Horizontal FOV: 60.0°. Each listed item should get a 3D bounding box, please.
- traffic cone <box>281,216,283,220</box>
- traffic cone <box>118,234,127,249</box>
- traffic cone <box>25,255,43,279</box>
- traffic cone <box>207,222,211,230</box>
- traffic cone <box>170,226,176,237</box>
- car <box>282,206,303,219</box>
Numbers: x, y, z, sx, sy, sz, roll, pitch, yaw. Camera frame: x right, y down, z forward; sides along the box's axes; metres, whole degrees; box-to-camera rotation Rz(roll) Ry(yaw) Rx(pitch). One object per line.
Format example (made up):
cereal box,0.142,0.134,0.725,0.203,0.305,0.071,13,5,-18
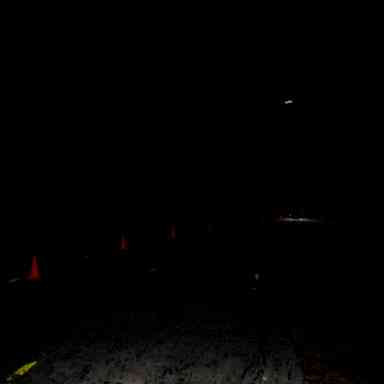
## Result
traffic cone,10.875,3.152,40.384,0.340,0.580,0.340,1,-2,17
traffic cone,-2.873,2.069,13.899,0.340,0.580,0.340,1,-1,17
traffic cone,-4.154,1.961,8.774,0.340,0.580,0.340,1,-1,11
traffic cone,1.247,2.408,23.608,0.340,0.580,0.340,1,-2,29
traffic cone,-1.066,2.225,18.863,0.340,0.580,0.340,1,-2,23
car,14.210,2.808,47.119,2.097,1.767,4.553,1,-1,3
